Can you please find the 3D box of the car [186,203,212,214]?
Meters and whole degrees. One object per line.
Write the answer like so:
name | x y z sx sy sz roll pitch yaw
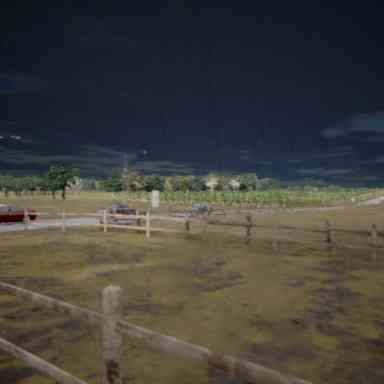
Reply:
car | 1.114 2.395 48.302 2.128 1.511 4.902 1 -1 35

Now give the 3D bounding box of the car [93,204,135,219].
car | -8.168 2.013 35.186 1.837 1.490 4.892 1 -1 35

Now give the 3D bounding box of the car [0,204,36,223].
car | -14.774 1.736 25.882 1.882 1.535 5.008 1 -1 36
